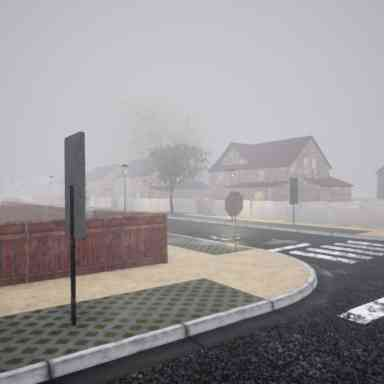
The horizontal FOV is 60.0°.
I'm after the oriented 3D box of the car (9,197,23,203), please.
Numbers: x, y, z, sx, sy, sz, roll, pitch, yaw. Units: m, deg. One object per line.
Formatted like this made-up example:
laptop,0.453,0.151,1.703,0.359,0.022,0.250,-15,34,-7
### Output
car,-41.264,1.977,78.639,1.994,1.385,4.181,-1,0,-37
